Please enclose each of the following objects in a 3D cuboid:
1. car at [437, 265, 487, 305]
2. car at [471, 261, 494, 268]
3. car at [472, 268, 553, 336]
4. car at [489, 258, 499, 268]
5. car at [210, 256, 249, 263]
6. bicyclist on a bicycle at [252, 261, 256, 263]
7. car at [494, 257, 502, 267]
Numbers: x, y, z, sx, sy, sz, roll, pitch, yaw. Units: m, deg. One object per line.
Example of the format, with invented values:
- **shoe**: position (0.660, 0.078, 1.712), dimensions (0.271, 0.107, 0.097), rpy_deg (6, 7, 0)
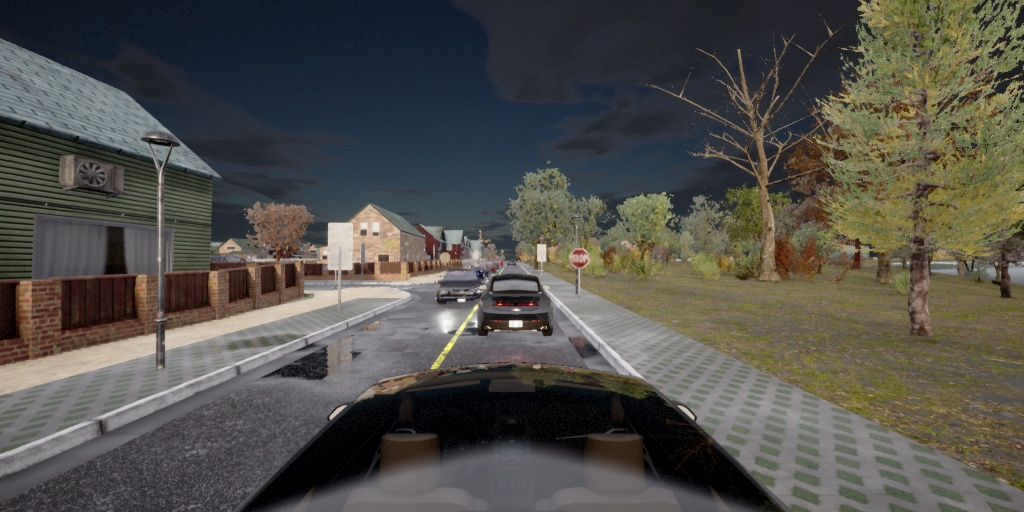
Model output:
- **car**: position (-2.275, 1.312, 16.382), dimensions (2.033, 1.411, 5.357), rpy_deg (0, 0, -8)
- **car**: position (-3.157, 1.395, 32.717), dimensions (1.895, 1.301, 4.718), rpy_deg (0, 0, 4)
- **car**: position (0.079, 1.262, 10.379), dimensions (1.837, 1.490, 4.892), rpy_deg (0, 0, 0)
- **car**: position (-2.903, 1.298, 42.733), dimensions (1.882, 1.535, 5.008), rpy_deg (0, 0, 0)
- **car**: position (-17.855, 0.999, 22.405), dimensions (5.566, 2.045, 2.150), rpy_deg (0, -2, 2)
- **bicyclist on a bicycle**: position (-20.276, 1.238, 28.334), dimensions (0.582, 1.620, 1.656), rpy_deg (0, -1, 2)
- **car**: position (-2.912, 1.366, 55.218), dimensions (1.837, 1.490, 4.892), rpy_deg (0, 0, 0)
